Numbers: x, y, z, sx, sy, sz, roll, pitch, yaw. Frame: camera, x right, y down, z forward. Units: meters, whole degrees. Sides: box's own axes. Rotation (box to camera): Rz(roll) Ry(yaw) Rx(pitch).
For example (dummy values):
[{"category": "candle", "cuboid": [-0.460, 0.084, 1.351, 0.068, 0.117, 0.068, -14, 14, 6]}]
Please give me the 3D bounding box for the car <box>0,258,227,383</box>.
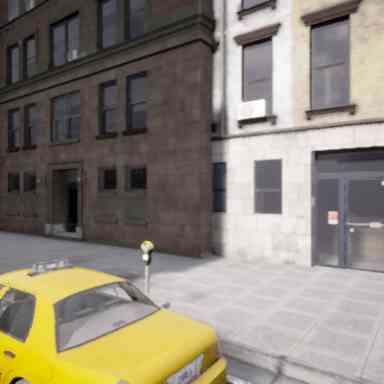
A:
[{"category": "car", "cuboid": [-1.936, 1.528, 4.190, 4.829, 1.417, 1.752, 0, 0, 36]}]
